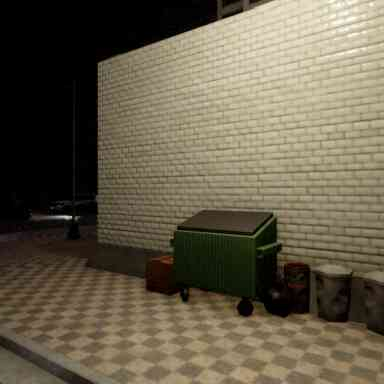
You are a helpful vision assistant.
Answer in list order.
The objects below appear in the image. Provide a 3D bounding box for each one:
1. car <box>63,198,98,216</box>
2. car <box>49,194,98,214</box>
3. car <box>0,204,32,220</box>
[{"bbox_3d":[-10.205,1.619,33.287,1.994,1.385,4.181,0,0,36],"label":"car"},{"bbox_3d":[-12.573,1.277,36.014,2.150,2.045,5.566,0,0,36],"label":"car"},{"bbox_3d":[-15.073,1.619,26.450,1.994,1.385,4.181,0,0,33],"label":"car"}]
